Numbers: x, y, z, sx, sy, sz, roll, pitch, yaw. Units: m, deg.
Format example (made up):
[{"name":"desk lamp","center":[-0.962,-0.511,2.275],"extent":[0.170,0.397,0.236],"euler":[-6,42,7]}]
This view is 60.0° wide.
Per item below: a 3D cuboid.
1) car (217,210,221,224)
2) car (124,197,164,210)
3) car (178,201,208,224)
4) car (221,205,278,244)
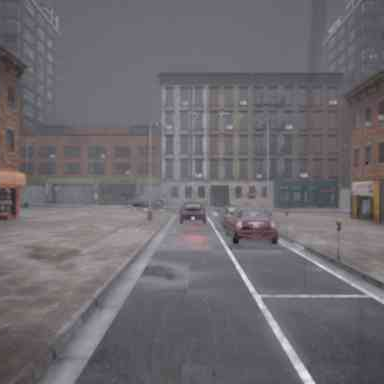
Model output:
[{"name":"car","center":[2.641,1.500,21.070],"extent":[2.008,1.369,4.403],"euler":[0,0,0]},{"name":"car","center":[-5.748,1.318,39.845],"extent":[4.902,1.511,2.128],"euler":[1,-1,19]},{"name":"car","center":[0.084,1.447,24.175],"extent":[1.837,1.490,4.892],"euler":[0,0,0]},{"name":"car","center":[2.643,1.402,15.566],"extent":[1.967,1.590,4.097],"euler":[0,0,0]}]
